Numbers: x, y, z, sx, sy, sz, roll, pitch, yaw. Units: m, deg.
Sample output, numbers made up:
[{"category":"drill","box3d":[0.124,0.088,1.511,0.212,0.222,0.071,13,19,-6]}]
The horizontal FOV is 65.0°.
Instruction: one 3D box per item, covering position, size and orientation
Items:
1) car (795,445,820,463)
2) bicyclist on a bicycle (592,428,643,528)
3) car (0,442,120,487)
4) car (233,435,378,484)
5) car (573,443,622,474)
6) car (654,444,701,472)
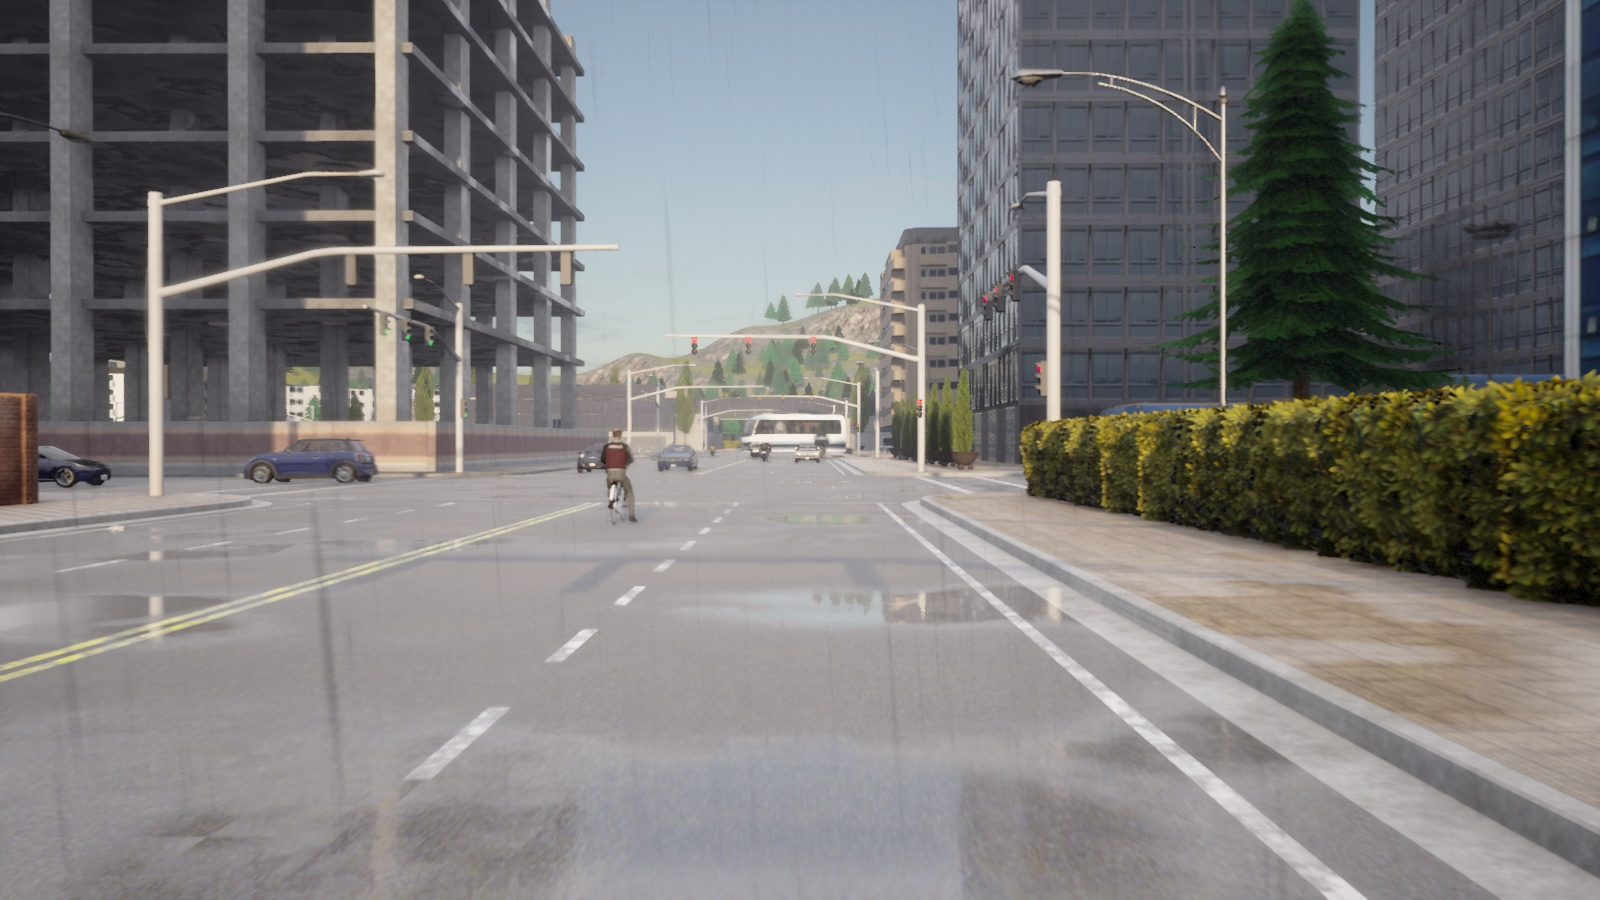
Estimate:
[{"category":"car","box3d":[0.554,0.315,94.554,1.895,1.301,4.718,0,0,0]},{"category":"bicyclist on a bicycle","box3d":[-3.353,0.484,23.165,0.659,1.776,1.843,0,1,0]},{"category":"car","box3d":[-26.268,0.483,42.993,4.792,1.488,2.163,0,0,1]},{"category":"car","box3d":[-18.216,0.329,46.425,4.553,1.767,2.097,0,0,0]},{"category":"car","box3d":[-10.126,0.397,63.018,1.845,1.501,3.633,0,0,0]},{"category":"car","box3d":[-6.597,0.405,68.164,2.033,1.411,5.357,0,0,0]}]
